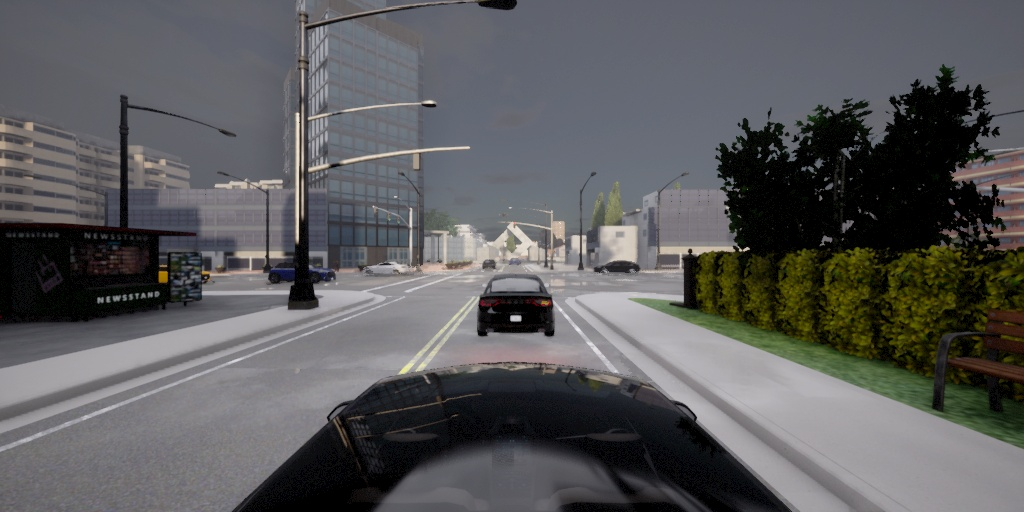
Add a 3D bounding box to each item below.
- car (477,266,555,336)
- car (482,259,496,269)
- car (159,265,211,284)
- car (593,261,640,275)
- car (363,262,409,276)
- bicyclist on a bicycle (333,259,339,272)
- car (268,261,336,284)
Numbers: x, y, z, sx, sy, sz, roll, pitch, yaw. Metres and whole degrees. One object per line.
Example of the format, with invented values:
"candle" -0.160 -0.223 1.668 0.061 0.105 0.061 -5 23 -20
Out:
"car" 0.109 1.227 10.391 1.882 1.535 5.008 0 0 1
"car" -3.380 1.223 54.173 1.882 1.535 5.008 0 0 0
"car" -26.398 1.452 27.957 5.008 1.535 1.882 -1 0 0
"car" 11.305 1.250 38.800 4.892 1.490 1.837 0 0 0
"car" -13.577 1.353 38.702 4.674 1.442 1.812 -1 0 0
"bicyclist on a bicycle" -21.823 1.213 44.450 0.582 1.620 1.656 -1 0 0
"car" -16.286 1.208 27.994 4.553 1.767 2.097 -1 0 0
